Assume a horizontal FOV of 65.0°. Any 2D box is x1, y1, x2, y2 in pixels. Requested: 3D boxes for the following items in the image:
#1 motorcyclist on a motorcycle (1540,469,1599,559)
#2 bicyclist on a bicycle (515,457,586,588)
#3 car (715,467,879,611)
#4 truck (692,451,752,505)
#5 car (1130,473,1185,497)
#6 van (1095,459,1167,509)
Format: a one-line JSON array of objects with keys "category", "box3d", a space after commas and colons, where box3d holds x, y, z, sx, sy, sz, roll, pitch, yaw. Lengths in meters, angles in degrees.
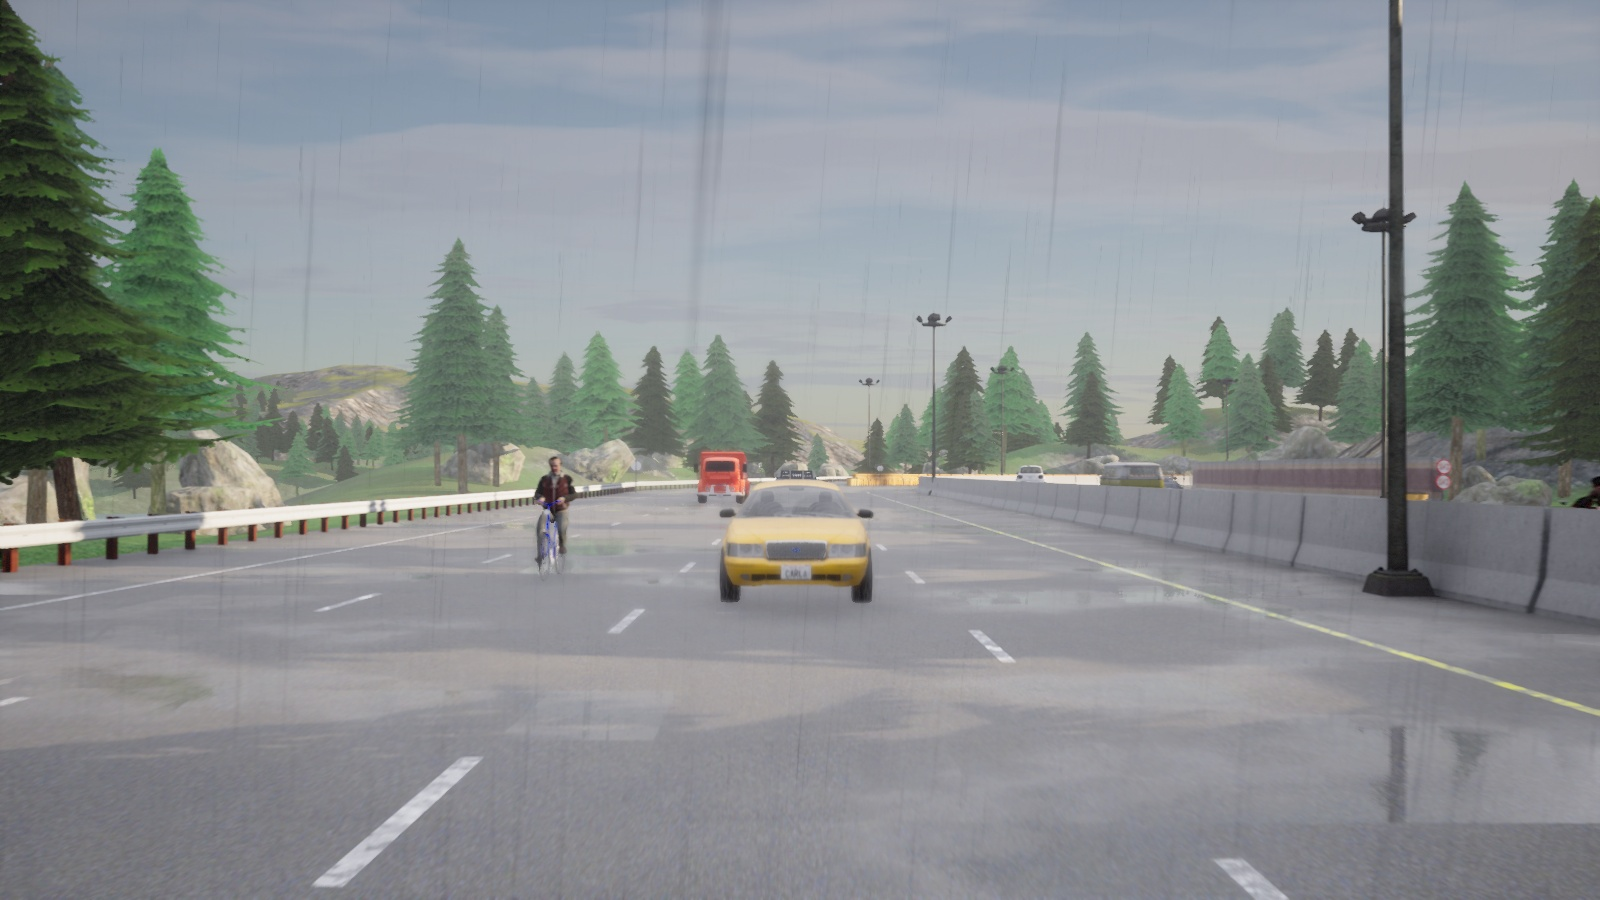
[{"category": "motorcyclist on a motorcycle", "box3d": [13.949, 1.107, 21.942, 0.797, 1.523, 2.044, 0, -2, 0]}, {"category": "bicyclist on a bicycle", "box3d": [-3.543, 1.000, 17.954, 0.659, 1.776, 1.843, 0, -1, 0]}, {"category": "car", "box3d": [-0.039, 1.032, 16.583, 1.801, 1.575, 5.366, 0, -1, 0]}, {"category": "truck", "box3d": [-3.720, 1.366, 60.800, 2.627, 2.467, 5.204, 0, -1, 0]}, {"category": "car", "box3d": [20.721, 2.017, 72.947, 1.994, 1.385, 4.181, 0, -1, 0]}, {"category": "van", "box3d": [13.823, 1.395, 52.687, 1.775, 1.987, 4.442, 0, -1, 0]}]
